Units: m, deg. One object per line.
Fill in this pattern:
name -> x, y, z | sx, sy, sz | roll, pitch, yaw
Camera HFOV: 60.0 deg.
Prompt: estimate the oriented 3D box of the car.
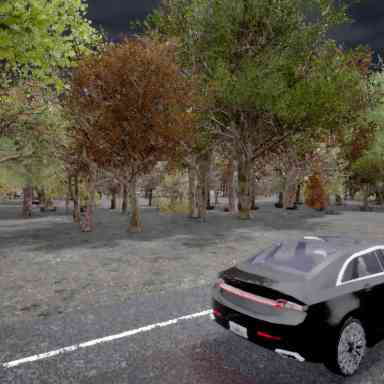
car -> 2.544, 1.494, 5.560 | 4.902, 1.511, 2.128 | 0, 0, -36
